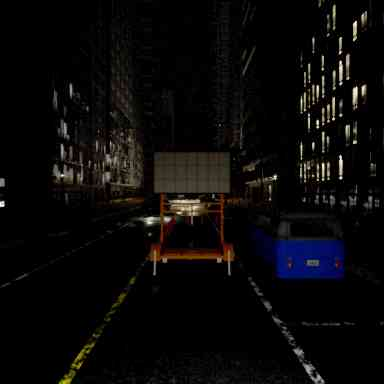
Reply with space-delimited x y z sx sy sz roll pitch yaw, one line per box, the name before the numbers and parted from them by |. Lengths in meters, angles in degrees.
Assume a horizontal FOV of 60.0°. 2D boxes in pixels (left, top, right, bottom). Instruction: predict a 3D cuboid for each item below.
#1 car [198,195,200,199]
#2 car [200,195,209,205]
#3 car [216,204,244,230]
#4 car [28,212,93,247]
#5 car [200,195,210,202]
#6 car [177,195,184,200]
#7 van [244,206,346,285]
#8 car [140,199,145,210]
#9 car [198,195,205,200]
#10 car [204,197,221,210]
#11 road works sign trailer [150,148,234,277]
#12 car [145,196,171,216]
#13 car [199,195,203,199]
car | 2.693 1.410 66.170 1.967 1.590 4.097 0 0 0
car | 2.692 1.544 49.093 2.008 1.369 4.403 0 0 0
car | 2.691 1.581 20.630 1.802 1.307 4.206 0 0 0
car | -5.690 1.581 14.941 1.802 1.307 4.206 0 0 0
car | 2.693 1.401 71.862 1.967 1.590 4.097 0 0 0
car | -2.998 1.530 89.559 1.895 1.301 4.718 0 0 0
van | 2.691 1.341 9.246 1.690 1.788 3.998 0 0 0
car | -5.689 1.548 43.404 2.008 1.369 4.403 0 0 0
car | 2.694 1.462 94.633 1.887 1.381 4.507 0 0 0
car | 2.692 1.581 37.708 1.802 1.307 4.206 0 0 0
road works sign trailer | 0.001 0.464 10.265 2.380 3.560 2.880 0 0 0
car | -3.099 1.477 32.552 1.882 1.535 5.008 0 0 0
car | 2.692 1.538 54.785 2.008 1.369 4.403 0 0 0
